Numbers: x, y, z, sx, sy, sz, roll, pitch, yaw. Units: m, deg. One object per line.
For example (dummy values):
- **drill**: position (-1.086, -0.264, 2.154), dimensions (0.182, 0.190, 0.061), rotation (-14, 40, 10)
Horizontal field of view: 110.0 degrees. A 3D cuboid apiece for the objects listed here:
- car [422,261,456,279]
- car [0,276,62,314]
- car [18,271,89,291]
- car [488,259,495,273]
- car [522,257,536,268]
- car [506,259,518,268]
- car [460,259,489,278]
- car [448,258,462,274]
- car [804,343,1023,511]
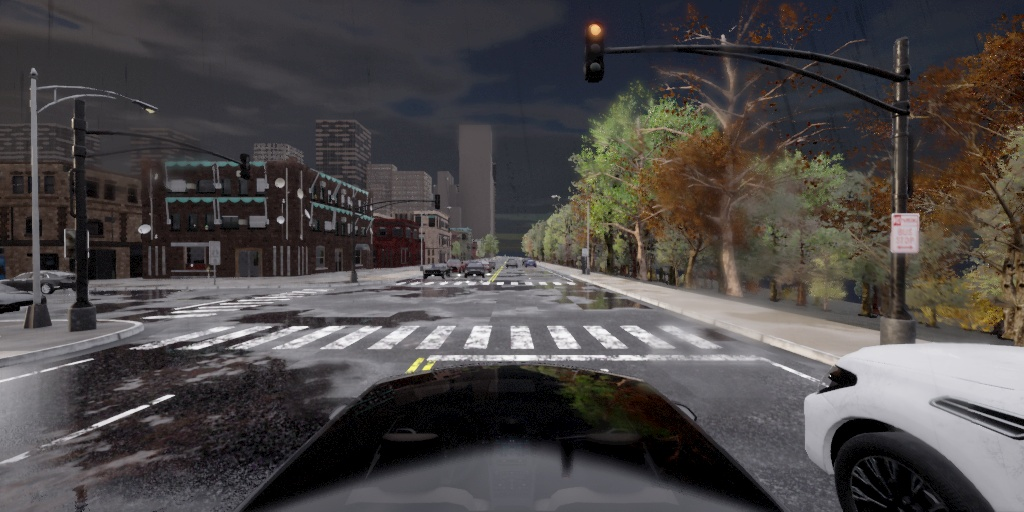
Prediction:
- **car**: position (-6.670, 1.341, 32.486), dimensions (1.895, 1.301, 4.718), rotation (0, 0, 0)
- **car**: position (-19.971, 1.565, 13.138), dimensions (4.313, 1.339, 1.948), rotation (0, 0, 0)
- **car**: position (-28.321, 1.559, 21.633), dimensions (4.403, 1.370, 2.007), rotation (0, 0, 0)
- **car**: position (-3.424, 1.261, 43.338), dimensions (1.812, 1.442, 4.674), rotation (0, 0, 0)
- **car**: position (3.224, 1.252, 62.631), dimensions (1.812, 1.442, 4.674), rotation (0, 0, 0)
- **car**: position (-0.030, 1.291, 62.510), dimensions (1.994, 1.385, 4.181), rotation (0, 0, 0)
- **car**: position (-3.438, 1.287, 33.875), dimensions (2.033, 1.411, 5.357), rotation (0, 0, -4)
- **car**: position (-6.672, 1.088, 41.571), dimensions (2.097, 1.767, 4.553), rotation (0, 0, 0)
- **car**: position (3.355, 0.972, 0.382), dimensions (2.150, 2.045, 5.566), rotation (0, 0, 0)
